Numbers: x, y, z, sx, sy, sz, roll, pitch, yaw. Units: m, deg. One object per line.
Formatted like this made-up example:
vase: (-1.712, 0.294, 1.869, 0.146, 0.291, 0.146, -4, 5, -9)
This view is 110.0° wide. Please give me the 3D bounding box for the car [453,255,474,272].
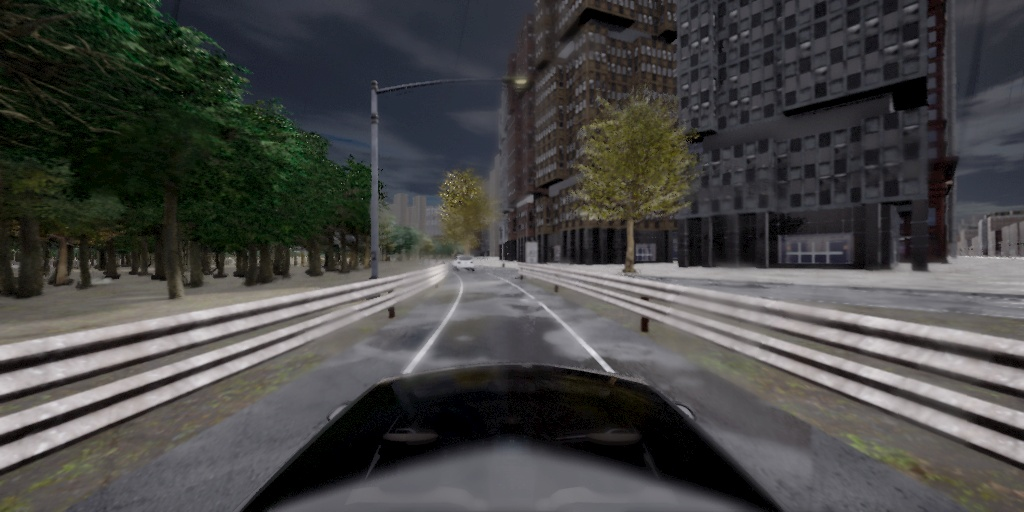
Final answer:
car: (-6.365, 0.944, 46.737, 2.150, 2.045, 5.566, 0, 0, -16)
